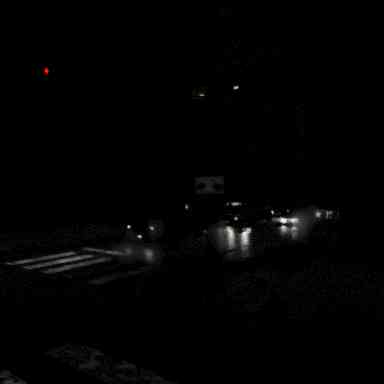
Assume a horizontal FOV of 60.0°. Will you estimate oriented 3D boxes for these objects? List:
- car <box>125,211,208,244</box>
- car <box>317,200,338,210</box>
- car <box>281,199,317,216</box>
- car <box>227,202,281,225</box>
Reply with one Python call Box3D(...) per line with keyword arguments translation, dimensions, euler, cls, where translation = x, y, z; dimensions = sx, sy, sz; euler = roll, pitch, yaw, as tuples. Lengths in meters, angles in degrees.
Box3D(translation=(-1.089, 1.673, 16.693), dimensions=(1.895, 1.301, 4.718), euler=(-1, 0, 35), cls="car")
Box3D(translation=(16.942, 1.506, 41.944), dimensions=(1.994, 1.385, 4.181), euler=(-1, 0, 36), cls="car")
Box3D(translation=(10.241, 1.481, 32.602), dimensions=(2.128, 1.511, 4.902), euler=(-1, 0, 36), cls="car")
Box3D(translation=(4.362, 1.524, 24.355), dimensions=(2.128, 1.511, 4.902), euler=(-1, 0, 35), cls="car")
